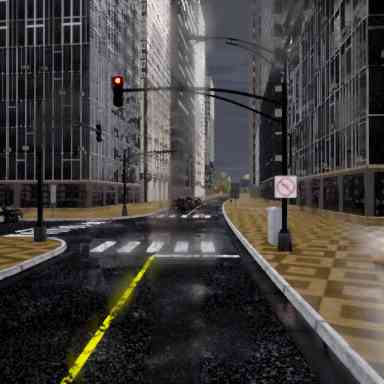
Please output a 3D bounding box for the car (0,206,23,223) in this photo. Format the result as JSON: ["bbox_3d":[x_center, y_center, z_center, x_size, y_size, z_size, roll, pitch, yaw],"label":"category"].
[{"bbox_3d":[-16.520,1.854,28.032,4.403,1.369,2.008,-1,1,10],"label":"car"}]

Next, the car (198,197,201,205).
[{"bbox_3d":[0.502,1.501,58.404,1.994,1.385,4.181,0,0,7],"label":"car"}]

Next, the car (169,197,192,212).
[{"bbox_3d":[-1.486,1.450,38.637,1.882,1.535,5.008,0,0,5],"label":"car"}]

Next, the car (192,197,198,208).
[{"bbox_3d":[-0.604,1.462,48.445,1.837,1.490,4.892,0,0,6],"label":"car"}]
